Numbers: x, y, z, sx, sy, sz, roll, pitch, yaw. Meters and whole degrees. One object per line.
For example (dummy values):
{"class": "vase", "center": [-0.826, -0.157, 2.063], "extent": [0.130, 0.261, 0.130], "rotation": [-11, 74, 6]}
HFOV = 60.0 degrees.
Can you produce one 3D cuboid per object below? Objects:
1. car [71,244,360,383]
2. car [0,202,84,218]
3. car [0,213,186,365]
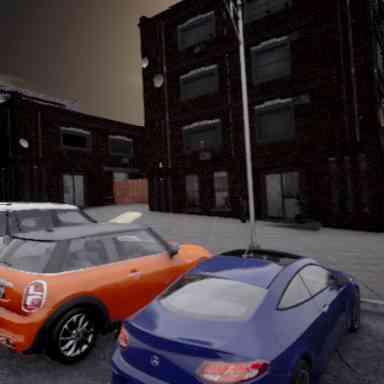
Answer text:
{"class": "car", "center": [1.003, 1.526, 4.599], "extent": [2.002, 1.452, 4.674], "rotation": [0, 0, 35]}
{"class": "car", "center": [-3.662, 1.253, 7.964], "extent": [2.435, 2.045, 5.566], "rotation": [0, 0, 35]}
{"class": "car", "center": [-1.406, 1.370, 6.282], "extent": [2.185, 1.767, 4.553], "rotation": [0, 0, 35]}
